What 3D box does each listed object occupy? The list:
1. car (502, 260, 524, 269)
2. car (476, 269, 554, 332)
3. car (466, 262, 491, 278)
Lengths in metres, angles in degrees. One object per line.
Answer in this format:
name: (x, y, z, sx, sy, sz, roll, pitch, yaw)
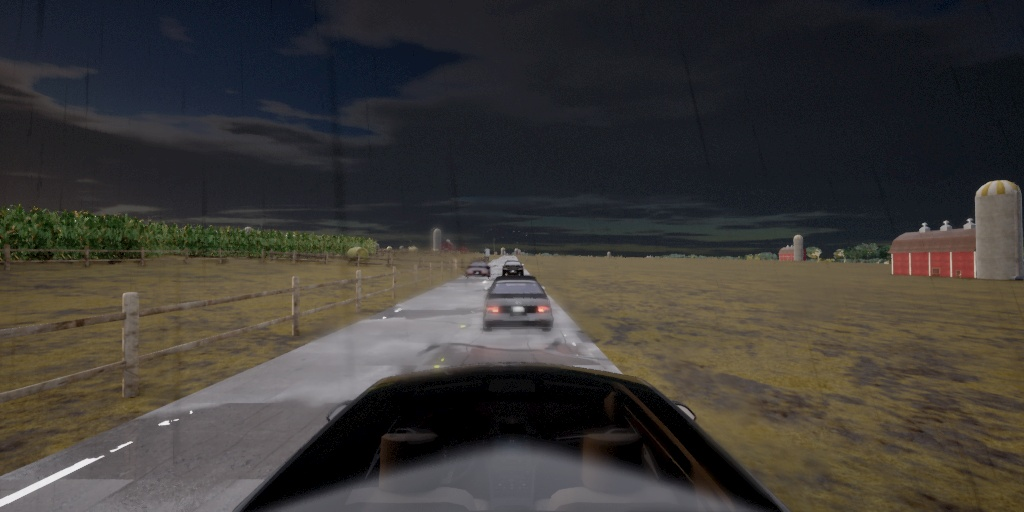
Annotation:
car: (0.083, 1.130, 33.055, 1.882, 1.535, 5.008, 0, 0, 0)
car: (0.112, 1.289, 10.839, 2.033, 1.411, 5.357, 0, 0, -1)
car: (-2.866, 1.225, 31.554, 1.994, 1.385, 4.181, 0, 0, 0)
